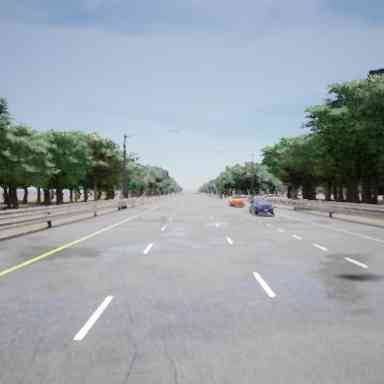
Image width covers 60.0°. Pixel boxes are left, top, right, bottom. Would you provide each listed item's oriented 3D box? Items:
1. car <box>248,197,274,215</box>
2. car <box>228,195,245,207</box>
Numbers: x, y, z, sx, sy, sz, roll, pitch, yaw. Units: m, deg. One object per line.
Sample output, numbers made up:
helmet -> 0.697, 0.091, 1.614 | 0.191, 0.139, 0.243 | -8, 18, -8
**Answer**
car -> 6.998, 1.560, 33.716 | 1.812, 1.442, 4.674 | 0, 0, 0
car -> 7.001, 1.391, 52.823 | 2.097, 1.767, 4.553 | 0, 0, 0
